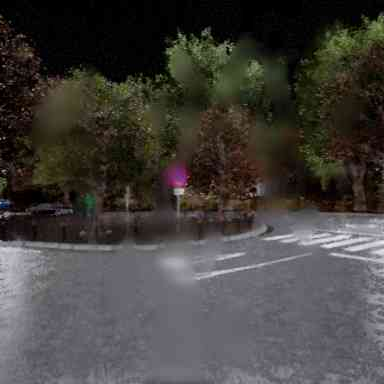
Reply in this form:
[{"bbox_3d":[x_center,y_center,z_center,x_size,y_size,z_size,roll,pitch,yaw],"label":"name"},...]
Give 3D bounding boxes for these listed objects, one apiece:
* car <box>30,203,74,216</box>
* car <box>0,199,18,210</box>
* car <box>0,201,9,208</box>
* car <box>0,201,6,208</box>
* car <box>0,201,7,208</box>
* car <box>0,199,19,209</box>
[{"bbox_3d":[-15.370,1.940,36.624,4.902,1.511,2.128,-1,0,15],"label":"car"},{"bbox_3d":[-39.140,2.532,68.259,5.566,2.045,2.435,-1,-1,-37],"label":"car"},{"bbox_3d":[-44.148,2.936,74.930,4.892,1.521,2.231,0,-1,-37],"label":"car"},{"bbox_3d":[-47.550,3.034,79.437,5.008,1.535,2.097,0,-1,-37],"label":"car"},{"bbox_3d":[-45.850,2.985,77.183,5.008,1.535,2.097,-1,-1,-37],"label":"car"},{"bbox_3d":[-35.685,2.541,63.625,4.553,1.767,2.185,-1,0,-37],"label":"car"}]
